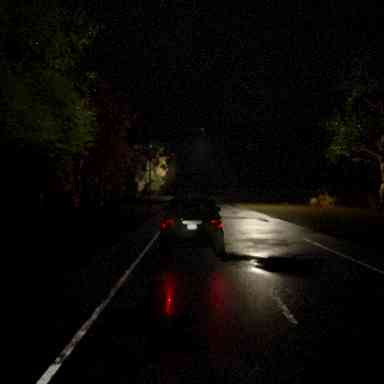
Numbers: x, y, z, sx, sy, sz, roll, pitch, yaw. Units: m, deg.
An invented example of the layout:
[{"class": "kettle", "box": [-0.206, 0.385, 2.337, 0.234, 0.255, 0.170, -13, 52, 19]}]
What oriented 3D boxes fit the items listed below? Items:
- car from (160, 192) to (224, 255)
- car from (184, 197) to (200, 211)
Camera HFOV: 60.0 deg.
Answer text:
[{"class": "car", "box": [-0.002, 1.170, 13.111, 2.150, 2.045, 5.566, 0, 0, 0]}, {"class": "car", "box": [-0.012, 1.347, 39.088, 1.837, 1.490, 4.892, 0, 0, 0]}]
